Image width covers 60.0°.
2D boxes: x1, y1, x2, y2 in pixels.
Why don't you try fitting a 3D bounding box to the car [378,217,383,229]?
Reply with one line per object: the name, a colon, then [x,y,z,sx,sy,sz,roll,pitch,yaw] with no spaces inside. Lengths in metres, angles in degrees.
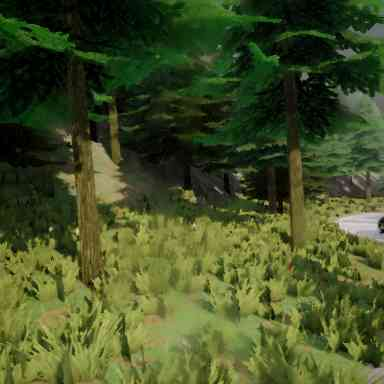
car: [11.381,1.688,17.719,1.994,1.385,4.181,-4,-2,16]
